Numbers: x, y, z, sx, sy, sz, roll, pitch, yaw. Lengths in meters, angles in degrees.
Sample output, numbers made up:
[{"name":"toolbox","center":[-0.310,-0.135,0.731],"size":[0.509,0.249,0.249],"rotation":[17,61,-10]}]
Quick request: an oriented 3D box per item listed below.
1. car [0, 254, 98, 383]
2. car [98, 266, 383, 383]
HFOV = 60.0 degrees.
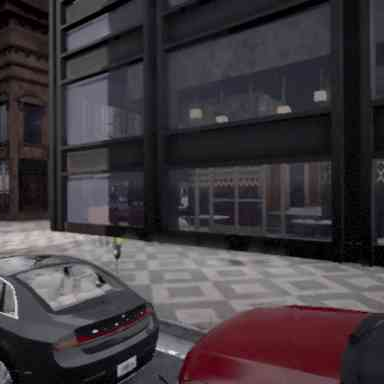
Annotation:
[{"name":"car","center":[-2.450,1.578,4.714],"size":[4.403,1.369,2.008],"rotation":[0,0,36]},{"name":"car","center":[2.122,1.309,1.451],"size":[5.009,1.841,2.192],"rotation":[0,0,36]}]
